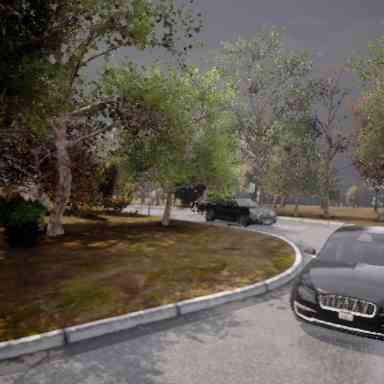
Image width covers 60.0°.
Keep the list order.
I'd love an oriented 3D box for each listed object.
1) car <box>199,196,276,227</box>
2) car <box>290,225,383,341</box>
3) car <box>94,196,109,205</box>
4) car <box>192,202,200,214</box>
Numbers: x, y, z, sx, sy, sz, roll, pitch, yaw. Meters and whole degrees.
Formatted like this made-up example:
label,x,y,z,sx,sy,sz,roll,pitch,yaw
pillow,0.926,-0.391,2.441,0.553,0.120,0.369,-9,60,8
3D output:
label,x,y,z,sx,sy,sz,roll,pitch,yaw
car,2.837,1.037,19.940,2.097,1.767,4.553,1,0,-36
car,3.570,1.508,6.710,1.837,1.490,4.892,1,1,35
car,-9.488,0.960,34.159,4.718,1.301,1.895,1,-1,19
car,1.895,1.140,27.164,2.128,1.511,4.902,1,0,-36
